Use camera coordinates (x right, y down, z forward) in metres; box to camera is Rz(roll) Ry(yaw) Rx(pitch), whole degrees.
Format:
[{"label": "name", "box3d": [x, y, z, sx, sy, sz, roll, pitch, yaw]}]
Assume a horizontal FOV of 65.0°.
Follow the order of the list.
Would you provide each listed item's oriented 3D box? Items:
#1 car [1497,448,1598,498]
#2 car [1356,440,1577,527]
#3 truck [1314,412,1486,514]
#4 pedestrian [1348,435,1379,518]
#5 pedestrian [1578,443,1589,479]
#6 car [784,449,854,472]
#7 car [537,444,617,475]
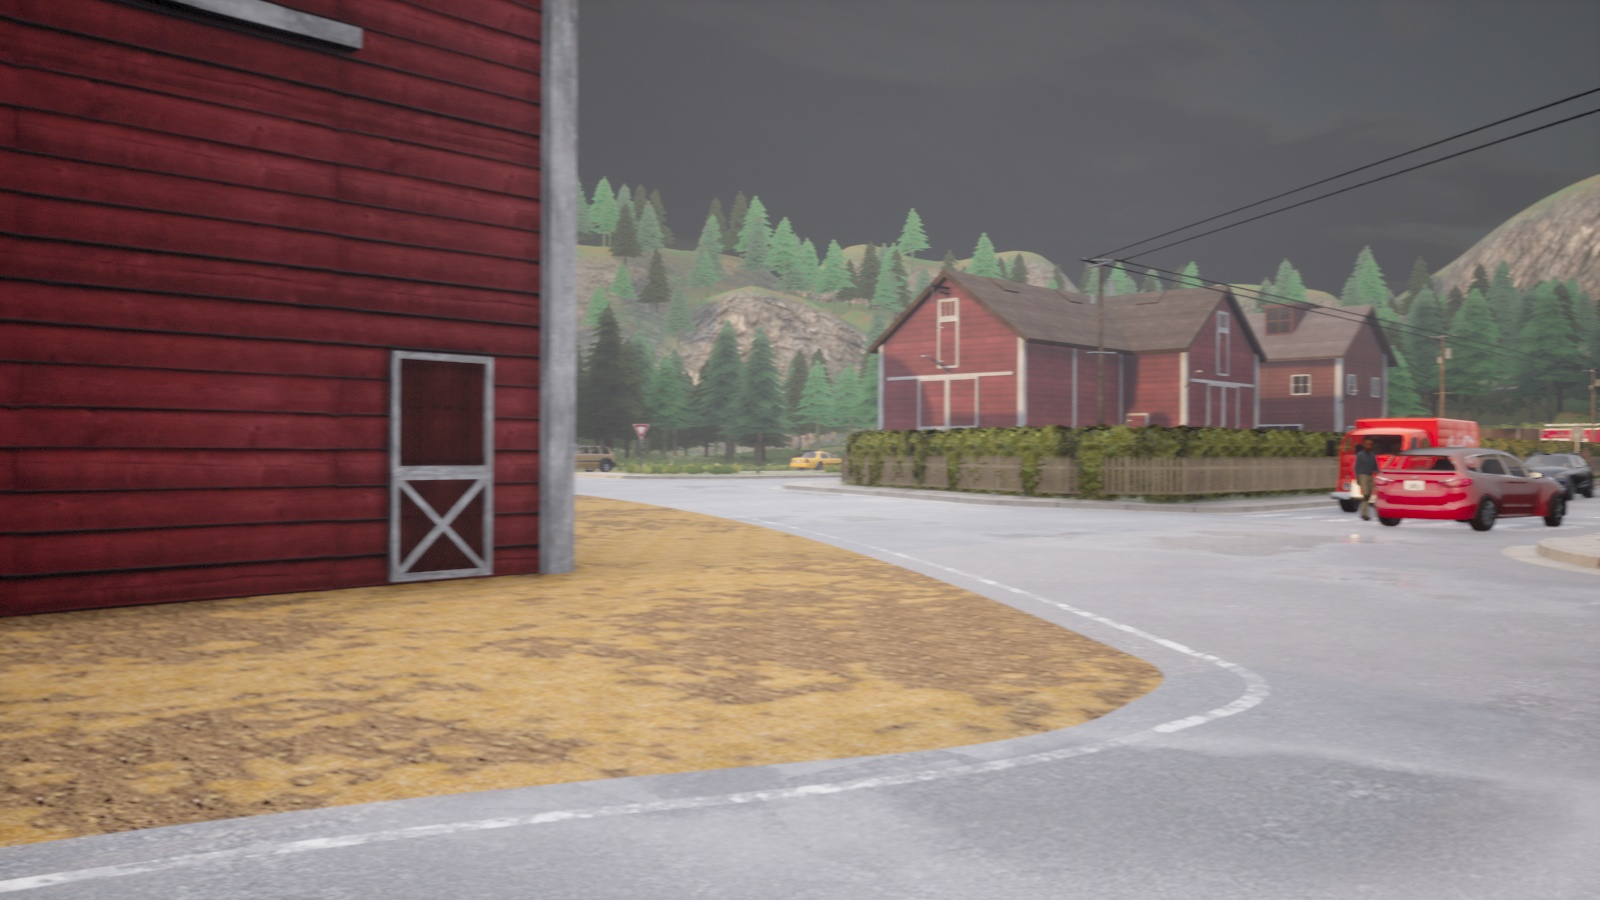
[{"label": "car", "box3d": [26.315, 0.771, 44.139, 2.033, 1.649, 4.856, 0, 0, 43]}, {"label": "car", "box3d": [14.060, 0.646, 26.425, 4.611, 1.667, 2.242, 0, 0, -35]}, {"label": "truck", "box3d": [15.924, 0.331, 33.163, 2.627, 2.467, 5.204, 0, 0, 43]}, {"label": "pedestrian", "box3d": [12.575, 0.591, 28.039, 0.370, 1.835, 0.726, 0, 0, 0]}, {"label": "pedestrian", "box3d": [40.332, 0.542, 64.660, 0.634, 1.846, 0.331, 0, 0, -45]}, {"label": "car", "box3d": [1.418, 0.745, 89.138, 1.801, 1.575, 5.366, 0, 0, 44]}, {"label": "car", "box3d": [-13.869, 0.599, 78.257, 1.932, 1.855, 4.605, 0, 0, 44]}]
